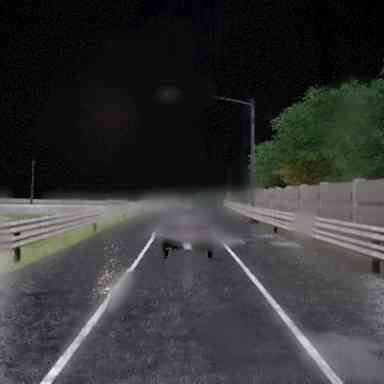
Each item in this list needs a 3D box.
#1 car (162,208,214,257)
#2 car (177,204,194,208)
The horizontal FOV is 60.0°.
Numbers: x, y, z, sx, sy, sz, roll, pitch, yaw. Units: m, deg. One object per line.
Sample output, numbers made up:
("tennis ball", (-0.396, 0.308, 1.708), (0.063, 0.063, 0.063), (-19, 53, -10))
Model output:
("car", (-0.181, 1.652, 13.620), (2.128, 1.511, 4.902), (0, -1, -1))
("car", (-0.531, 1.833, 28.597), (1.837, 1.490, 4.892), (0, 0, 0))
